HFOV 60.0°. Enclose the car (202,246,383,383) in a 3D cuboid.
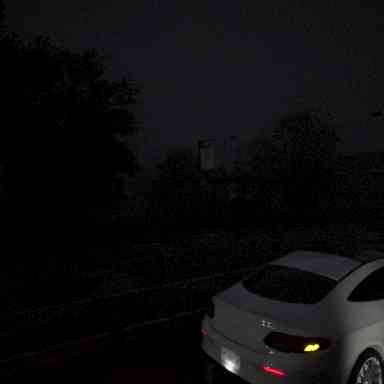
[{"bbox_3d":[2.272,1.523,4.757,4.674,1.442,1.812,0,0,-36],"label":"car"}]
